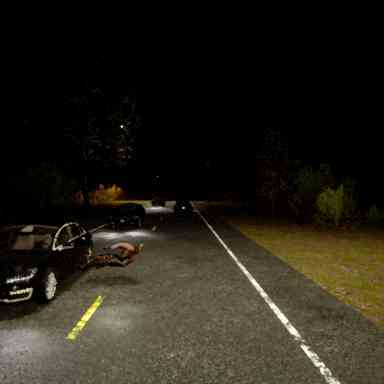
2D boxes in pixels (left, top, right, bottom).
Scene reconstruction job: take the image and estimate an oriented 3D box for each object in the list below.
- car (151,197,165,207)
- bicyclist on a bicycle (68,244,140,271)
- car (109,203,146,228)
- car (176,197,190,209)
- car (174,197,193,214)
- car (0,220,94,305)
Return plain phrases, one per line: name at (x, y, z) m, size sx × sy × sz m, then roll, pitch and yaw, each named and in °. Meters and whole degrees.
car at (-5.076, 1.491, 50.327) m, size 2.128 × 1.511 × 4.902 m, roll 0°, pitch 0°, yaw -2°
bicyclist on a bicycle at (-2.080, 1.655, 8.268) m, size 1.620 × 0.582 × 1.656 m, roll -16°, pitch -19°, yaw -1°
car at (-4.225, 1.473, 22.310) m, size 1.882 × 1.535 × 5.008 m, roll 0°, pitch 0°, yaw -2°
car at (-1.300, 1.503, 47.203) m, size 1.837 × 1.490 × 4.892 m, roll 0°, pitch 0°, yaw -2°
car at (-0.938, 1.559, 35.718) m, size 1.994 × 1.385 × 4.181 m, roll 0°, pitch 0°, yaw -2°
car at (-3.816, 1.504, 8.216) m, size 1.837 × 1.490 × 4.892 m, roll 0°, pitch 0°, yaw -2°
